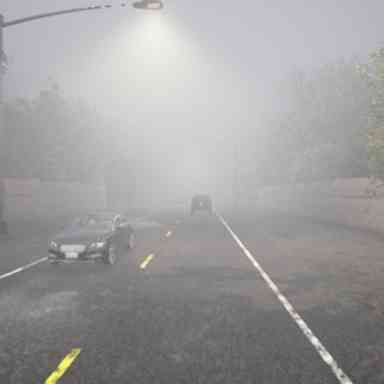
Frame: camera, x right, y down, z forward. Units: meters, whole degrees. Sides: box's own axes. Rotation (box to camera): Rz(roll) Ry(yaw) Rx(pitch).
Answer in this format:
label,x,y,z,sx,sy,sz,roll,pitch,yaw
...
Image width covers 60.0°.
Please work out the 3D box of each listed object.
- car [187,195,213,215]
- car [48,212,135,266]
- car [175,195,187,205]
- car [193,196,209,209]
label,x,y,z,sx,sy,sz,roll,pitch,yaw
car,0.959,1.298,34.734,2.150,2.045,5.566,0,0,2
car,-3.296,1.505,11.742,2.128,1.511,4.902,0,0,2
car,-1.836,1.442,60.789,2.097,1.767,4.553,0,0,2
car,1.323,1.446,46.891,2.097,1.767,4.553,0,0,2
